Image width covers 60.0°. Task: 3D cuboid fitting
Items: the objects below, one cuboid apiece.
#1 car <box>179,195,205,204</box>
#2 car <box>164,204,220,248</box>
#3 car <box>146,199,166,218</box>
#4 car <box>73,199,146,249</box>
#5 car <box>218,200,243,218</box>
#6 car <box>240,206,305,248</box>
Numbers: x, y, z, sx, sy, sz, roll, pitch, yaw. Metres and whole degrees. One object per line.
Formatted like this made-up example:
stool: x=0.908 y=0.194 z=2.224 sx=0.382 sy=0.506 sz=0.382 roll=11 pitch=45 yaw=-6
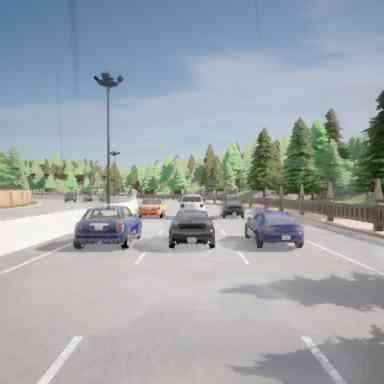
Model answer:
car: x=0.000 y=1.258 z=29.680 sx=2.150 sy=2.045 sz=5.566 roll=0 pitch=0 yaw=0
car: x=0.000 y=1.516 z=14.650 sx=1.837 sy=1.490 sz=4.892 roll=0 pitch=0 yaw=0
car: x=-3.500 y=1.366 z=29.620 sx=2.097 sy=1.767 sz=4.553 roll=0 pitch=0 yaw=0
car: x=-3.500 y=1.366 z=14.620 sx=2.097 sy=1.767 sz=4.553 roll=0 pitch=0 yaw=0
car: x=3.500 y=1.516 z=29.650 sx=1.837 sy=1.490 sz=4.892 roll=0 pitch=0 yaw=0
car: x=3.500 y=1.533 z=14.650 sx=1.812 sy=1.442 sz=4.674 roll=0 pitch=0 yaw=0
